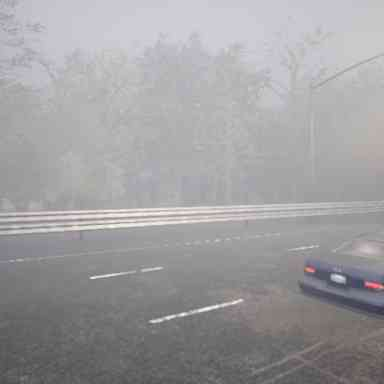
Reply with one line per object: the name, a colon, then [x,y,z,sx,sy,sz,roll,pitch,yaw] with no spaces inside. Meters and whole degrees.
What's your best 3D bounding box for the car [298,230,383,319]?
car: [4.617,1.533,7.077,5.357,1.411,2.033,0,0,-33]
